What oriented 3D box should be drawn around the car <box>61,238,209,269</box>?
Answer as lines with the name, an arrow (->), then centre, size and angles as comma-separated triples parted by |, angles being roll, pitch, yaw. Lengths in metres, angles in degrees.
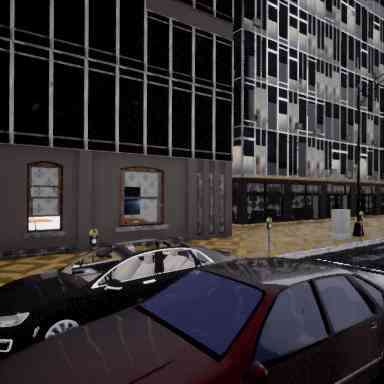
car -> -1.072, 1.551, 5.786 | 4.403, 1.369, 2.008 | 0, 0, -35

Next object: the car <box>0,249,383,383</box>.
car -> 0.773, 1.547, 3.806 | 5.357, 1.411, 2.033 | 0, 0, -35
